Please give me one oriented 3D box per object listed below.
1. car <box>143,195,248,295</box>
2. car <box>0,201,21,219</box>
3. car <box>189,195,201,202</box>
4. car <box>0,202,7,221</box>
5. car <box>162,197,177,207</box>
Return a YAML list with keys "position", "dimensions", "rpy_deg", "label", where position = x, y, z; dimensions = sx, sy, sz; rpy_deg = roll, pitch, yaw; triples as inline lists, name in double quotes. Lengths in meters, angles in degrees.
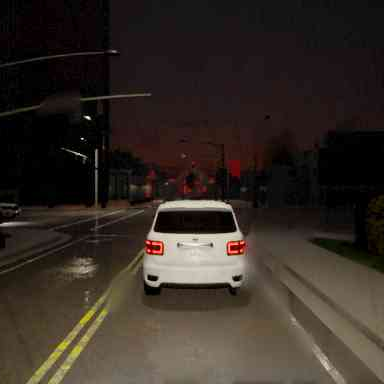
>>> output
- position: [0.078, 1.221, 8.832]
  dimensions: [2.150, 2.045, 5.566]
  rpy_deg: [0, 0, 0]
  label: "car"
- position: [-17.302, 1.338, 27.570]
  dimensions: [5.566, 2.045, 2.150]
  rpy_deg: [-1, 0, 0]
  label: "car"
- position: [0.828, 1.464, 78.702]
  dimensions: [1.882, 1.535, 5.008]
  rpy_deg: [0, 0, 12]
  label: "car"
- position: [-16.222, 1.667, 24.074]
  dimensions: [4.181, 1.385, 1.994]
  rpy_deg: [-1, 0, 0]
  label: "car"
- position: [-3.537, 1.564, 52.975]
  dimensions: [1.994, 1.385, 4.181]
  rpy_deg: [0, 0, 0]
  label: "car"
